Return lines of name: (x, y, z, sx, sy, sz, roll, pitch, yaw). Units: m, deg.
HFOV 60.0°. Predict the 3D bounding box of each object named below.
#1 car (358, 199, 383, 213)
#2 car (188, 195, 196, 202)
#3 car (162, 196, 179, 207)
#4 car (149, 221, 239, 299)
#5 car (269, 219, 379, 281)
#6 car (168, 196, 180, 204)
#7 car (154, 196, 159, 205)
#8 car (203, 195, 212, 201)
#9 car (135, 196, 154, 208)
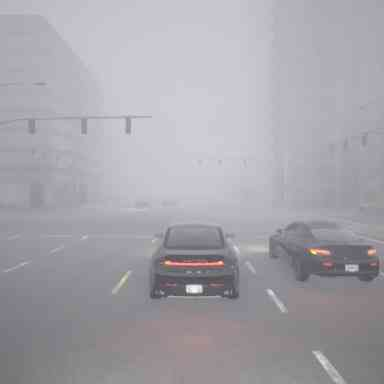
car: (20.435, 1.474, 35.557, 5.008, 1.535, 1.882, 0, 0, 1)
car: (0.001, 1.356, 73.944, 2.128, 1.511, 4.902, 0, 0, 0)
car: (-3.568, 1.472, 52.546, 1.882, 1.535, 5.008, 0, 0, 0)
car: (0.058, 1.504, 8.437, 1.837, 1.490, 4.892, 0, 0, 0)
car: (3.564, 1.525, 9.693, 1.812, 1.442, 4.674, 0, 0, 0)
car: (-3.517, 1.541, 65.966, 2.033, 1.411, 5.357, 0, 0, 0)
car: (-7.065, 1.471, 60.444, 1.882, 1.535, 5.008, 0, 0, 0)
car: (3.501, 1.355, 73.944, 1.812, 1.442, 4.674, 0, 0, 0)
car: (-7.086, 1.596, 48.423, 1.895, 1.301, 4.718, 0, 0, 0)
